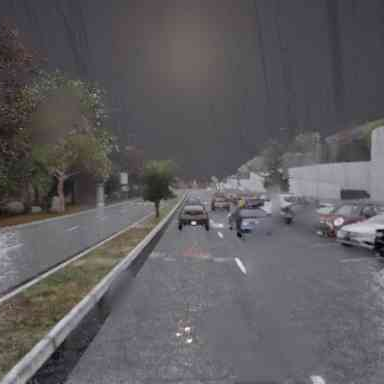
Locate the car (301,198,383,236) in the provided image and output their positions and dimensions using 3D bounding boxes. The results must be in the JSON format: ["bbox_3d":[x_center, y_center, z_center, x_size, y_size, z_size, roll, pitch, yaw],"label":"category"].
[{"bbox_3d":[8.103,1.357,16.389,4.553,1.767,2.185,1,0,-20],"label":"car"}]

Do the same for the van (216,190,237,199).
[{"bbox_3d":[7.966,0.501,76.284,4.442,1.987,1.878,0,1,-20],"label":"van"}]

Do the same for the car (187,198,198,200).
[{"bbox_3d":[0.100,1.390,38.160,1.994,1.385,4.181,0,1,0],"label":"car"}]

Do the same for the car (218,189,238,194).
[{"bbox_3d":[8.044,0.788,64.391,4.553,1.767,2.185,0,1,-20],"label":"car"}]

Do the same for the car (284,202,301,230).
[{"bbox_3d":[8.073,1.518,19.378,4.674,1.452,2.002,1,1,-20],"label":"car"}]

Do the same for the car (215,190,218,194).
[{"bbox_3d":[8.066,0.822,70.367,4.892,1.521,2.231,0,1,-20],"label":"car"}]

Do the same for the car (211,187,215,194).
[{"bbox_3d":[8.101,0.429,79.327,5.566,2.045,2.435,0,1,-20],"label":"car"}]

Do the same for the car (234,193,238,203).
[{"bbox_3d":[8.243,1.283,40.475,5.366,1.575,1.946,1,1,-20],"label":"car"}]

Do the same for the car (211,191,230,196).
[{"bbox_3d":[8.098,0.414,94.254,4.792,1.488,2.163,0,1,-20],"label":"car"}]

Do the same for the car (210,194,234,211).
[{"bbox_3d":[3.101,1.326,37.509,2.128,1.511,4.902,0,1,0],"label":"car"}]

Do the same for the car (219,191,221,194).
[{"bbox_3d":[8.067,1.000,61.422,4.674,1.452,2.002,0,1,-20],"label":"car"}]

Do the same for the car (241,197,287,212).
[{"bbox_3d":[8.075,1.365,37.403,4.674,1.452,2.002,1,1,-20],"label":"car"}]

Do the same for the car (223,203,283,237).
[{"bbox_3d":[3.100,1.540,18.084,2.033,1.411,5.357,0,0,0],"label":"car"}]

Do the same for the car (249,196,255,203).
[{"bbox_3d":[7.899,1.418,28.329,5.366,1.575,1.946,1,1,-20],"label":"car"}]

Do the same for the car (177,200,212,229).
[{"bbox_3d":[0.100,1.486,21.302,1.837,1.490,4.892,0,0,0],"label":"car"}]

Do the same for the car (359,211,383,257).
[{"bbox_3d":[8.063,1.488,10.378,5.008,1.535,2.097,1,0,-20],"label":"car"}]

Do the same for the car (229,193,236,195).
[{"bbox_3d":[8.046,1.223,46.399,4.792,1.488,2.163,0,1,-20],"label":"car"}]

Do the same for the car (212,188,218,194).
[{"bbox_3d":[8.050,0.523,73.331,5.566,2.045,2.435,0,1,-20],"label":"car"}]

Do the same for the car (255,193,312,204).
[{"bbox_3d":[8.099,1.194,25.400,5.566,2.045,2.435,1,0,-20],"label":"car"}]

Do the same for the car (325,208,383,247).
[{"bbox_3d":[8.073,1.527,13.378,4.674,1.452,2.002,1,0,-20],"label":"car"}]

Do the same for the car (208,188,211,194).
[{"bbox_3d":[7.900,0.447,91.184,5.366,1.575,1.946,0,2,-20],"label":"car"}]

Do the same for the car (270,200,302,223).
[{"bbox_3d":[8.096,1.492,22.403,4.792,1.488,2.163,1,0,-20],"label":"car"}]

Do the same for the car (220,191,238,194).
[{"bbox_3d":[8.046,1.036,58.403,4.792,1.488,2.163,0,1,-20],"label":"car"}]

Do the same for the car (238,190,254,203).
[{"bbox_3d":[8.048,1.114,34.380,5.566,2.045,2.435,1,1,-20],"label":"car"}]
